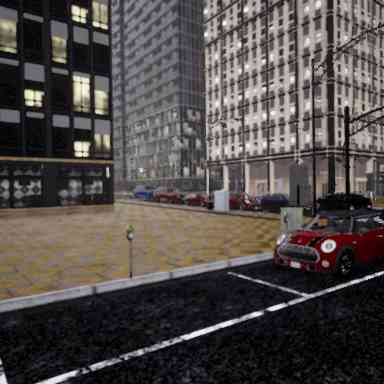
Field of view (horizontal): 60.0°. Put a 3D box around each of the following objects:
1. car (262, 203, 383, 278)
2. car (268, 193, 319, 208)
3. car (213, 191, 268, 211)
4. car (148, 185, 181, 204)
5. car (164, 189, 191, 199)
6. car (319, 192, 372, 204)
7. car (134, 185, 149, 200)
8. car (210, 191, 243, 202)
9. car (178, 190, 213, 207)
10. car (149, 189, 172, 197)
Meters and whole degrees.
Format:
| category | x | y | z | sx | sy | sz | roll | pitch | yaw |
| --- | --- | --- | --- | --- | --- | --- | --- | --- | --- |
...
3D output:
| category | x | y | z | sx | sy | sz | roll | pitch | yaw |
| --- | --- | --- | --- | --- | --- | --- | --- | --- | --- |
| car | 4.243 | 1.287 | 9.587 | 4.097 | 1.590 | 1.967 | -1 | 1 | -35 |
| car | 7.494 | 0.835 | 28.029 | 2.033 | 1.411 | 5.357 | -1 | 2 | -36 |
| car | 4.049 | 0.731 | 28.414 | 1.967 | 1.590 | 4.097 | 0 | 1 | -36 |
| car | -2.446 | 0.392 | 37.471 | 2.192 | 1.841 | 5.009 | 0 | 1 | -36 |
| car | -2.272 | 0.227 | 51.607 | 1.752 | 1.417 | 4.829 | 0 | 1 | -36 |
| car | 12.013 | 0.798 | 27.140 | 1.837 | 1.490 | 4.892 | -1 | 2 | -35 |
| car | -6.188 | 0.056 | 47.135 | 2.150 | 2.045 | 5.566 | -1 | 2 | -35 |
| car | 4.325 | 0.501 | 42.405 | 1.802 | 1.307 | 4.206 | 0 | 1 | -36 |
| car | 0.799 | 0.766 | 32.945 | 1.802 | 1.307 | 4.206 | 0 | 1 | -36 |
| car | -5.424 | 0.164 | 56.001 | 1.947 | 1.339 | 4.313 | 0 | 1 | -36 |
